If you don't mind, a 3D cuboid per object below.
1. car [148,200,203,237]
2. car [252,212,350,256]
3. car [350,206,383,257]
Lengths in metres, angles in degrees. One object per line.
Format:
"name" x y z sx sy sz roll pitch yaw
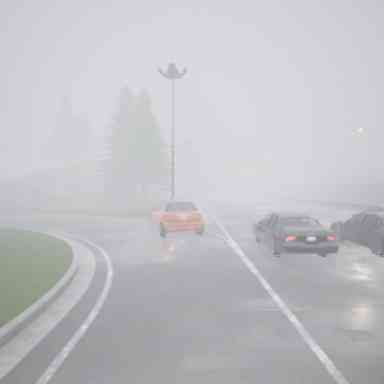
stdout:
"car" -0.975 1.213 17.465 2.097 1.767 4.553 0 1 -16
"car" 3.601 1.447 12.538 2.033 1.411 5.357 0 0 0
"car" 7.101 1.448 12.517 2.033 1.411 5.357 0 0 0
